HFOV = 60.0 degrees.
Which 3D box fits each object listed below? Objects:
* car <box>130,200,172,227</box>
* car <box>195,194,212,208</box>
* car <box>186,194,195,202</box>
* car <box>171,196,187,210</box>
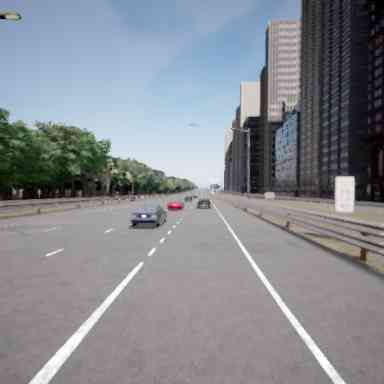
[{"bbox_3d":[-2.832,1.521,22.679,2.033,1.411,5.357,0,0,2],"label":"car"},{"bbox_3d":[1.759,1.511,48.409,1.837,1.490,4.892,0,0,2],"label":"car"},{"bbox_3d":[-0.825,1.523,77.206,1.837,1.490,4.892,0,0,2],"label":"car"},{"bbox_3d":[-2.061,1.538,42.691,1.994,1.385,4.181,0,0,2],"label":"car"}]
